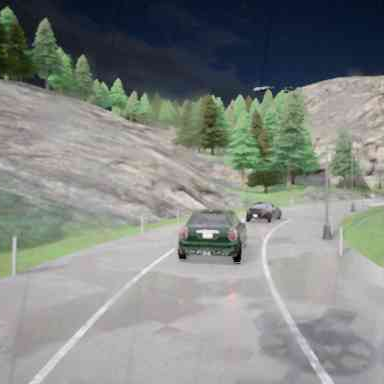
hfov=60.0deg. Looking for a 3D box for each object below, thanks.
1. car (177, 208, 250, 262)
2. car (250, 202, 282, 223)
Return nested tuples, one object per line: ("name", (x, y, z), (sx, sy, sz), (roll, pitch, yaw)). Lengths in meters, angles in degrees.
("car", (0.936, 1.404, 12.624), (2.097, 1.767, 4.553), (0, 0, 12))
("car", (5.564, 1.496, 25.692), (1.812, 1.442, 4.674), (0, 1, 28))
